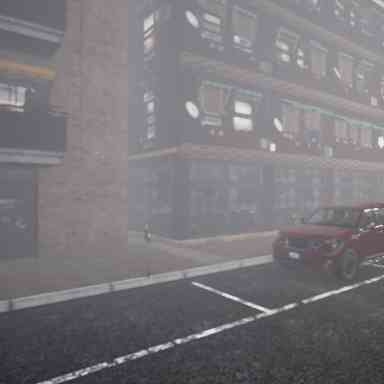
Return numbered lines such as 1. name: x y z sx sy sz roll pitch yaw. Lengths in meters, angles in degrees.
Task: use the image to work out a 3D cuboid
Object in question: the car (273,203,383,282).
1. car: 4.627 1.267 9.851 5.009 1.841 2.192 0 0 -35
